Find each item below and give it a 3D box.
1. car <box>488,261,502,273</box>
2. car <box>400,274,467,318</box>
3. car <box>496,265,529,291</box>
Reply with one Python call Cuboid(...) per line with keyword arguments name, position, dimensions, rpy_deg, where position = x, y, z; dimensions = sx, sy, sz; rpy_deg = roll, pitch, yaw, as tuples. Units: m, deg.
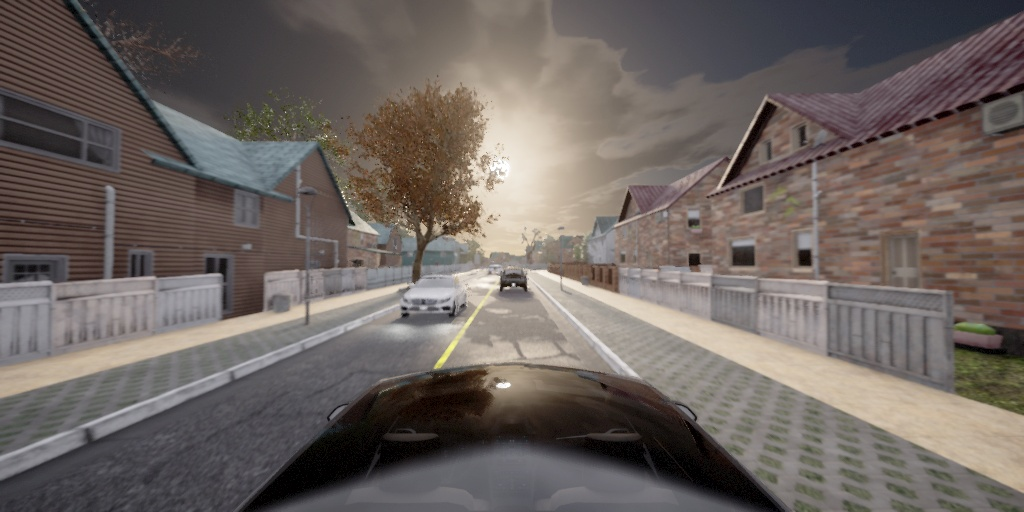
Cuboid(name="car", position=(-2.769, 1.903, 60.529), dimensions=(2.150, 2.045, 5.566), rpy_deg=(0, -1, 0))
Cuboid(name="car", position=(-2.853, 1.428, 13.897), dimensions=(1.812, 1.442, 4.674), rpy_deg=(0, -1, 0))
Cuboid(name="car", position=(0.090, 1.561, 24.808), dimensions=(1.837, 1.490, 4.892), rpy_deg=(0, -1, 0))
